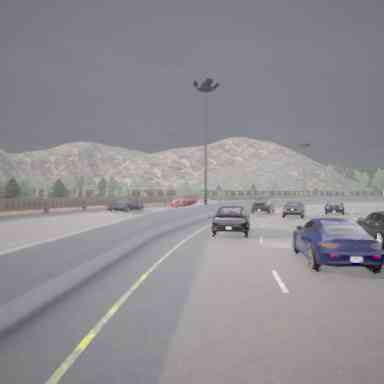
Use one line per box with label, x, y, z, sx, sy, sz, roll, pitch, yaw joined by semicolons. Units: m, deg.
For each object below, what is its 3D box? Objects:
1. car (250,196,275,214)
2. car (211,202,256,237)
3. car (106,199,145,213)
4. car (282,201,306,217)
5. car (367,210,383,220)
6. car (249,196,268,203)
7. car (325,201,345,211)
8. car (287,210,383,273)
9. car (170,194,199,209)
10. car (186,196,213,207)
car;7.654;1.539;35.484;1.837;1.490;4.892;0;0;23
car;2.231;1.502;18.216;2.128;1.511;4.902;0;0;11
car;-7.182;1.520;36.654;2.033;1.411;5.357;0;0;21
car;9.554;1.589;31.042;2.033;1.411;5.357;0;0;21
car;8.598;1.542;14.429;1.837;1.490;4.892;0;0;10
car;14.494;1.604;71.960;1.895;1.301;4.718;0;0;41
car;15.499;1.667;36.005;1.895;1.301;4.718;0;0;25
car;4.478;1.545;10.744;1.812;1.442;4.674;0;0;7
car;-0.720;1.222;42.938;2.150;2.045;5.566;0;0;25
car;1.424;1.533;39.185;1.812;1.442;4.674;0;0;24
